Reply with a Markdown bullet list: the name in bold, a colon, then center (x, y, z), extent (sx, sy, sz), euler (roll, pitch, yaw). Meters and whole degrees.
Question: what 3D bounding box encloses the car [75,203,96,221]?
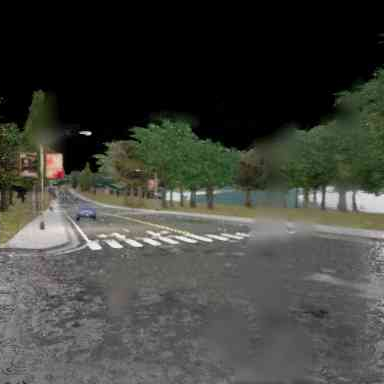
- **car**: center (-12.994, 2.353, 40.461), extent (2.150, 2.045, 5.566), euler (-1, -1, -22)
